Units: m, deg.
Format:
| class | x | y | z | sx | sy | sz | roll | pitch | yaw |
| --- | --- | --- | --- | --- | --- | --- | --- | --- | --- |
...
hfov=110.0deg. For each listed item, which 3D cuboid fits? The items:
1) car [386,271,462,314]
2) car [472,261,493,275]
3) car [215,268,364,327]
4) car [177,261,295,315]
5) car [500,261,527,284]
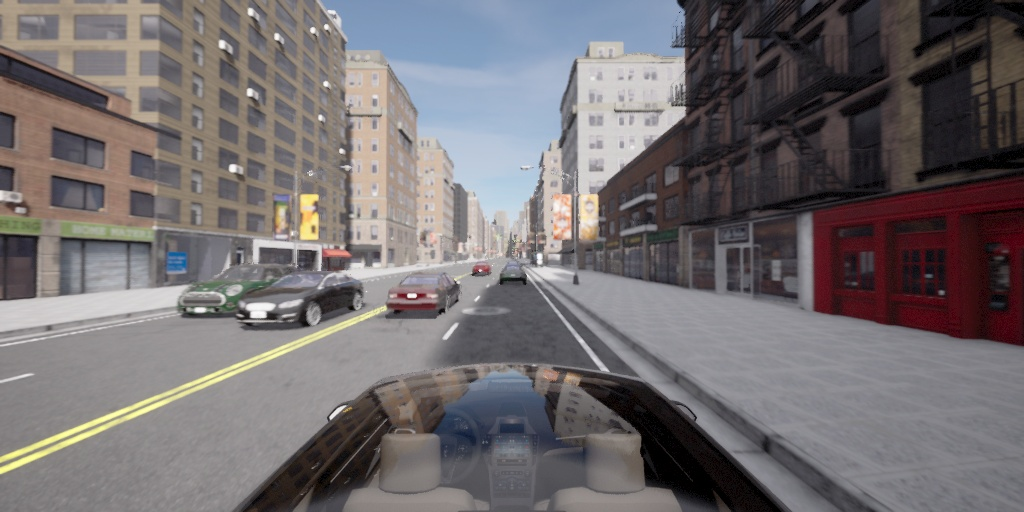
| class | x | y | z | sx | sy | sz | roll | pitch | yaw |
| --- | --- | --- | --- | --- | --- | --- | --- | --- | --- |
| car | -3.154 | 1.300 | 13.810 | 2.033 | 1.411 | 5.357 | 0 | 0 | 0 |
| car | -3.156 | 1.283 | 38.329 | 1.812 | 1.442 | 4.674 | 0 | 0 | 0 |
| car | -6.503 | 1.245 | 11.652 | 2.128 | 1.511 | 4.902 | 0 | 0 | 0 |
| car | -9.776 | 1.105 | 13.506 | 2.097 | 1.767 | 4.553 | 0 | 0 | 0 |
| car | 0.085 | 1.318 | 27.223 | 1.994 | 1.385 | 4.181 | 0 | 0 | 0 |
